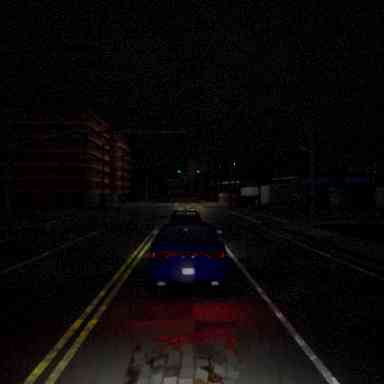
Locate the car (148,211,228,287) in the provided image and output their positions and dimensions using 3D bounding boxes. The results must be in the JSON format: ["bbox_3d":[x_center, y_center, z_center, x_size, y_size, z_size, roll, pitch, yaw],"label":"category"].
[{"bbox_3d":[-0.123,1.554,9.568,1.882,1.535,5.008,0,0,-1],"label":"car"}]
